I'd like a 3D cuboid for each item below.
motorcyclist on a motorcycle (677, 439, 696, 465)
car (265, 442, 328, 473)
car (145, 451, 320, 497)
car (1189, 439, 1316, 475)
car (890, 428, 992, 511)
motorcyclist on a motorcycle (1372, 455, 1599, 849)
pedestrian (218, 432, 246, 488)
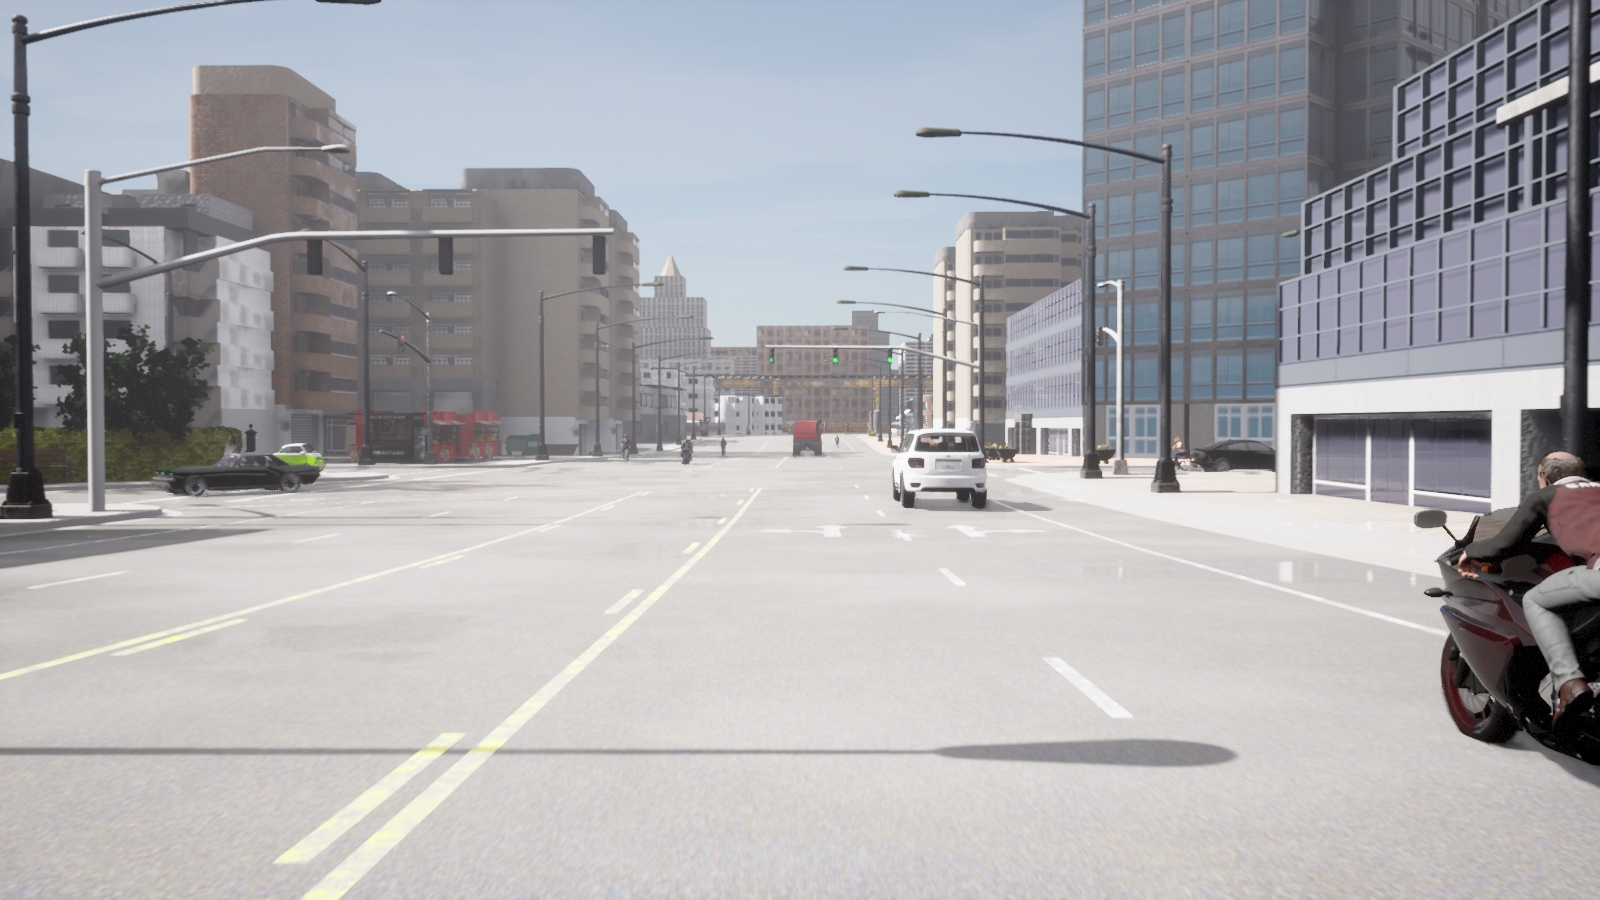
[{"bbox_3d":[-6.569,0.103,72.585,0.866,1.530,2.191,0,1,0],"label":"motorcyclist on a motorcycle"},{"bbox_3d":[-22.722,0.338,56.712,2.207,1.376,1.481,0,1,1],"label":"car"},{"bbox_3d":[-18.071,0.723,40.110,4.718,1.301,1.895,-1,2,-42],"label":"car"},{"bbox_3d":[20.172,0.304,56.149,5.008,1.535,1.882,0,1,1],"label":"car"},{"bbox_3d":[3.712,0.441,34.006,2.150,2.045,5.566,0,1,0],"label":"car"},{"bbox_3d":[3.548,0.790,5.750,0.866,1.530,2.191,0,0,0],"label":"motorcyclist on a motorcycle"},{"bbox_3d":[-19.242,0.330,42.568,0.540,1.848,0.694,0,1,16],"label":"pedestrian"}]
